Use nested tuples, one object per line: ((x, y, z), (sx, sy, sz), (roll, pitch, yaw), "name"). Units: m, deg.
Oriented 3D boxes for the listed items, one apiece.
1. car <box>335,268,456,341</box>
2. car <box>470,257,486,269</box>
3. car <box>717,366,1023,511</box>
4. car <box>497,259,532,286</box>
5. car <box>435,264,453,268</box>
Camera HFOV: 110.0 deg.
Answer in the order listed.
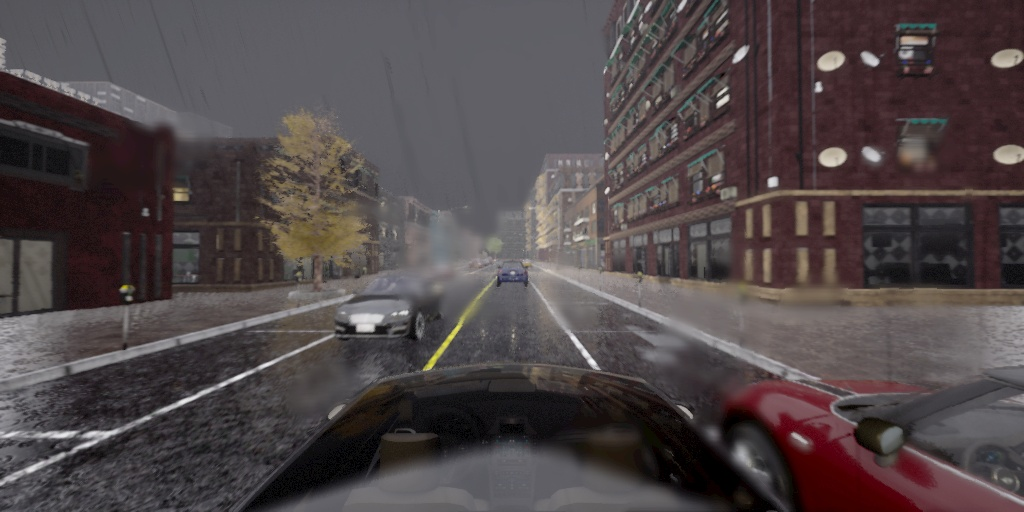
((-3.044, 1.244, 9.942), (2.128, 1.511, 4.902), (0, 0, 0), "car")
((-5.708, 1.211, 58.231), (1.967, 1.591, 4.097), (0, 0, 0), "car")
((2.692, 1.190, 1.428), (1.967, 1.591, 4.097), (0, 0, 0), "car")
((0.057, 1.109, 25.069), (2.097, 1.767, 4.553), (0, 0, 0), "car")
((-5.698, 1.341, 29.798), (1.802, 1.307, 4.207), (0, 0, 0), "car")
